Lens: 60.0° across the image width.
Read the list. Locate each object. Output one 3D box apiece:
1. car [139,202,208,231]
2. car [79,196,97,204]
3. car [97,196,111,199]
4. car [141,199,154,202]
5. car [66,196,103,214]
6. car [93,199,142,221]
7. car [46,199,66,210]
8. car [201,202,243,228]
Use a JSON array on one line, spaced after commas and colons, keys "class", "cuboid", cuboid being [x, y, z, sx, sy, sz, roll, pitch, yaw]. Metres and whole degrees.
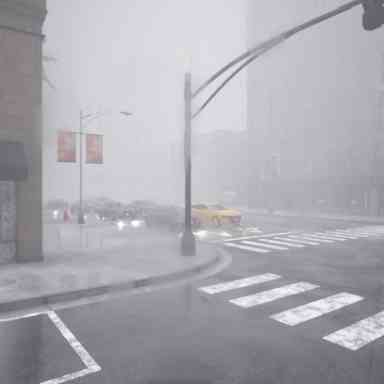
[{"class": "car", "cuboid": [-1.224, 1.540, 20.424, 1.994, 1.385, 4.181, 0, 0, -36]}, {"class": "car", "cuboid": [-19.863, 1.454, 63.309, 1.994, 1.385, 4.181, 0, 0, -36]}, {"class": "car", "cuboid": [-10.250, 1.293, 38.529, 2.097, 1.767, 4.553, 0, 0, -36]}, {"class": "car", "cuboid": [-4.264, 1.461, 30.203, 1.837, 1.490, 4.892, 0, 0, -36]}, {"class": "car", "cuboid": [-11.069, 1.476, 34.108, 1.812, 1.442, 4.674, 0, 0, -36]}, {"class": "car", "cuboid": [-6.144, 1.527, 27.241, 1.994, 1.385, 4.181, 0, 0, -37]}, {"class": "car", "cuboid": [-17.210, 1.535, 42.678, 1.895, 1.301, 4.718, 0, 0, -35]}, {"class": "car", "cuboid": [1.284, 1.448, 22.504, 1.882, 1.535, 5.008, 0, 0, -35]}]
